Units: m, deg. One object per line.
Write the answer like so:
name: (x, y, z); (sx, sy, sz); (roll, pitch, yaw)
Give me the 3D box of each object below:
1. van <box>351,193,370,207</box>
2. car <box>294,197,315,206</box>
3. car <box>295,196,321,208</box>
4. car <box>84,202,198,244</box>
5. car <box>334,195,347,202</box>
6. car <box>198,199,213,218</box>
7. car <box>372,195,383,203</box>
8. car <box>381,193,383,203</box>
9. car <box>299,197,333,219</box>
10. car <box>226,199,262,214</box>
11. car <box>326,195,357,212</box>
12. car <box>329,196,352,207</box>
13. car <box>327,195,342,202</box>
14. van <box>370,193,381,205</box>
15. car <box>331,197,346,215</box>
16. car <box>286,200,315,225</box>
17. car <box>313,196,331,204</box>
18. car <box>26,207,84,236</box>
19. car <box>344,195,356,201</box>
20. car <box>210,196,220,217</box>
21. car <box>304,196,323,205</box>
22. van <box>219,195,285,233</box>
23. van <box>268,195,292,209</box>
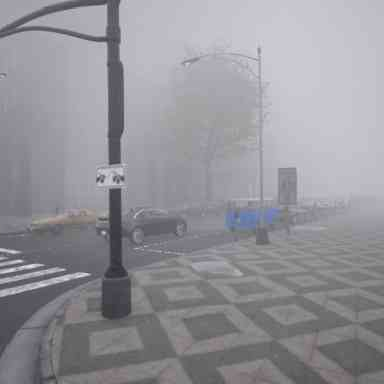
van: (22.397, 1.127, 44.725); (1.690, 1.788, 3.998); (-1, 0, 36)
car: (18.076, 1.492, 53.305); (1.947, 1.339, 4.313); (-1, 0, 36)
car: (15.996, 1.386, 45.696); (2.128, 1.511, 4.902); (-1, -1, 36)
car: (-2.142, 1.429, 15.379); (2.128, 1.511, 4.902); (-1, -1, 36)
car: (33.210, 1.415, 74.317); (1.887, 1.381, 4.507); (-1, -1, 36)
car: (-0.469, 1.552, 27.555); (1.887, 1.381, 4.507); (-1, 0, 36)
car: (35.055, 1.304, 62.294); (1.947, 1.339, 4.313); (-1, -1, 36)
car: (31.990, 1.274, 58.039); (1.752, 1.417, 4.829); (-1, -1, 36)
car: (9.745, 1.385, 27.153); (1.887, 1.381, 4.507); (-1, 0, 36)
car: (5.713, 1.529, 36.139); (2.008, 1.369, 4.403); (-1, 0, 36)
car: (16.073, 1.363, 35.938); (2.008, 1.369, 4.403); (-1, 0, 36)
car: (21.839, 1.376, 48.674); (2.033, 1.411, 5.357); (-1, -1, 36)
car: (30.028, 1.432, 69.900); (2.008, 1.369, 4.403); (-1, -1, 36)
van: (28.725, 1.102, 53.510); (1.690, 1.788, 3.998); (-1, -1, 36)
car: (12.910, 1.408, 31.546); (1.802, 1.307, 4.206); (-1, 0, 36)
car: (6.582, 1.422, 22.760); (1.947, 1.339, 4.313); (-1, 0, 36)
car: (24.259, 1.453, 61.889); (2.008, 1.369, 4.403); (-1, -1, 36)
car: (-6.757, 1.564, 18.836); (1.752, 1.417, 4.829); (-1, 0, 36)
car: (39.574, 1.401, 83.153); (2.008, 1.369, 4.403); (-1, -1, 36)
car: (2.618, 1.307, 31.848); (2.192, 1.841, 5.009); (-1, 0, 36)
car: (21.068, 1.440, 57.460); (1.752, 1.417, 4.829); (-1, -1, 36)
van: (3.416, 1.212, 18.370); (1.690, 1.788, 3.998); (-1, 0, 36)
van: (11.892, 1.292, 44.723); (1.690, 1.788, 3.998); (-1, 0, 36)
